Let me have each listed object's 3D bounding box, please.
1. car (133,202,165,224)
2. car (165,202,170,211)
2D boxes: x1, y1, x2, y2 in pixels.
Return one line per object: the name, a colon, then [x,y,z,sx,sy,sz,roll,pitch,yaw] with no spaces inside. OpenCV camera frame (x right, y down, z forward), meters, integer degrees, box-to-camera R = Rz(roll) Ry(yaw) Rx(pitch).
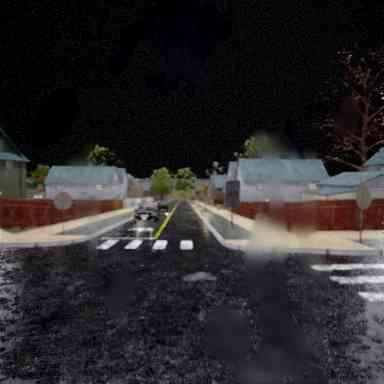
car: [-3.650,1.732,27.471,2.128,1.511,4.902,0,-1,-2]
car: [-4.191,2.066,48.017,1.895,1.301,4.718,0,-1,-1]
